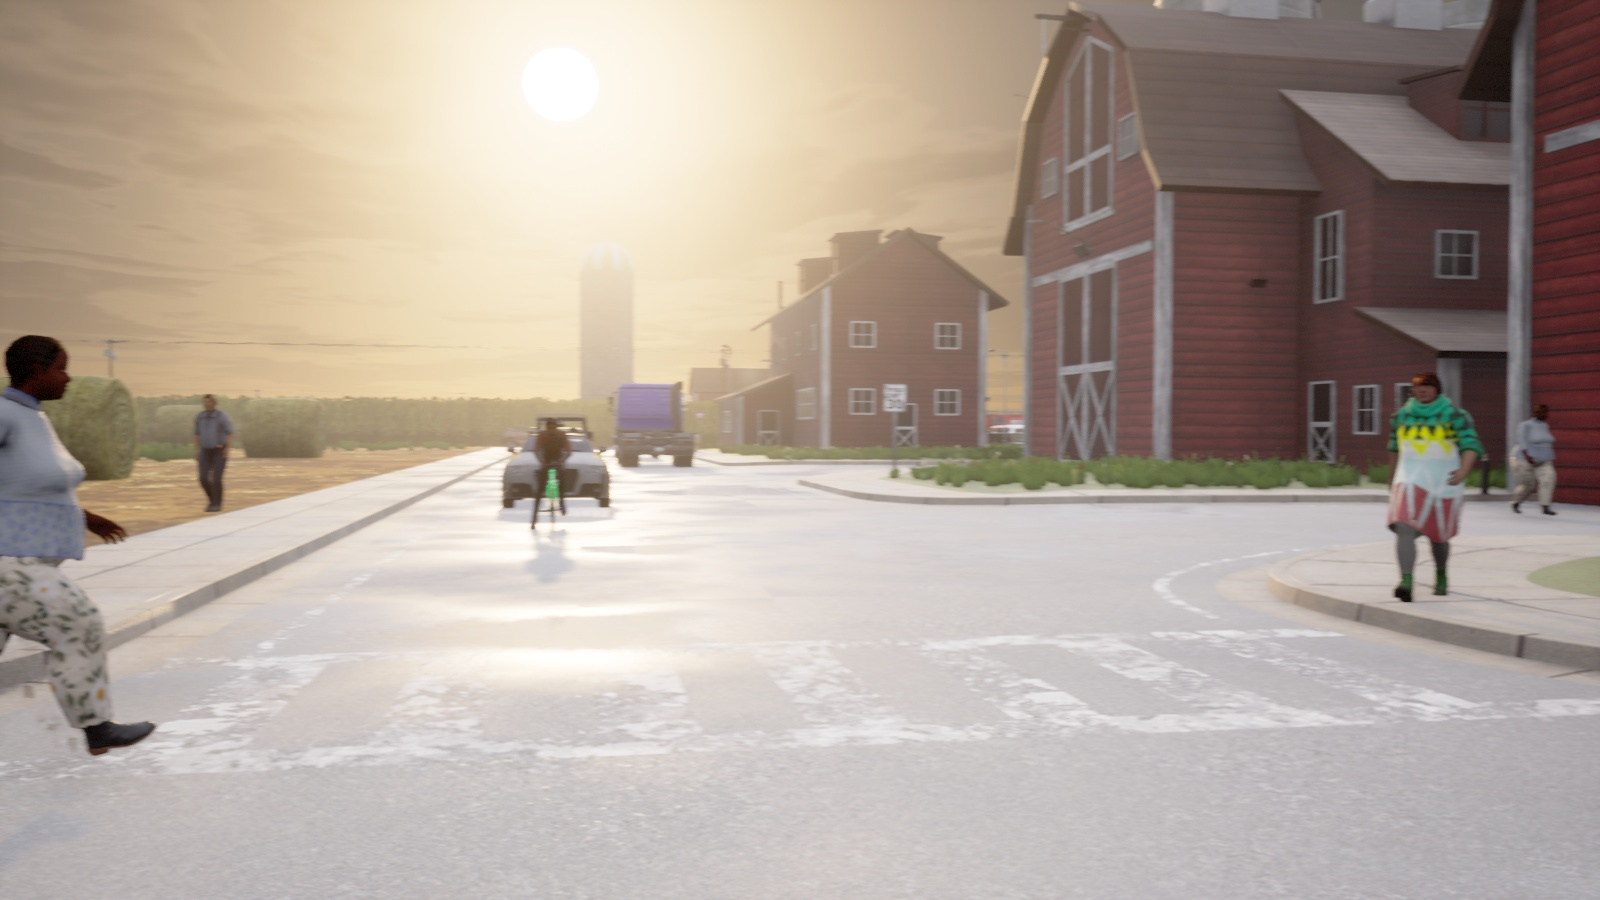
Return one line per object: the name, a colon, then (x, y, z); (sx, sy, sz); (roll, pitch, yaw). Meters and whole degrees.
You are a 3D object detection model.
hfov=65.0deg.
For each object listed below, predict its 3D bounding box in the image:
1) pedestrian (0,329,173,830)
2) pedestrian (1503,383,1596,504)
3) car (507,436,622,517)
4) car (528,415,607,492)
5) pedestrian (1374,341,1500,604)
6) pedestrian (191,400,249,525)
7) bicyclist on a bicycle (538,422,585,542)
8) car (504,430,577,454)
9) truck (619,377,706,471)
pedestrian: (-3.071, 0.473, 5.083); (0.900, 1.855, 0.874); (-1, 1, -28)
pedestrian: (11.796, -0.105, 19.785); (0.874, 1.855, 0.900); (-1, 1, -10)
car: (-4.558, 0.446, 24.453); (1.994, 1.385, 4.181); (-1, 1, -10)
car: (-6.117, 0.059, 33.175); (1.905, 1.878, 3.866); (-1, 1, -10)
pedestrian: (5.000, 0.156, 9.851); (0.659, 1.952, 0.873); (0, 1, 43)
pedestrian: (-8.804, 0.180, 19.088); (0.540, 1.848, 0.694); (-1, 1, -3)
bicyclist on a bicycle: (-3.396, 0.417, 17.929); (0.582, 1.620, 1.656); (-1, 1, -10)
car: (-18.817, -0.552, 90.994); (4.856, 1.649, 2.033); (-1, 0, 24)
truck: (-5.636, -1.007, 50.295); (2.891, 3.462, 7.936); (-1, 1, -10)
